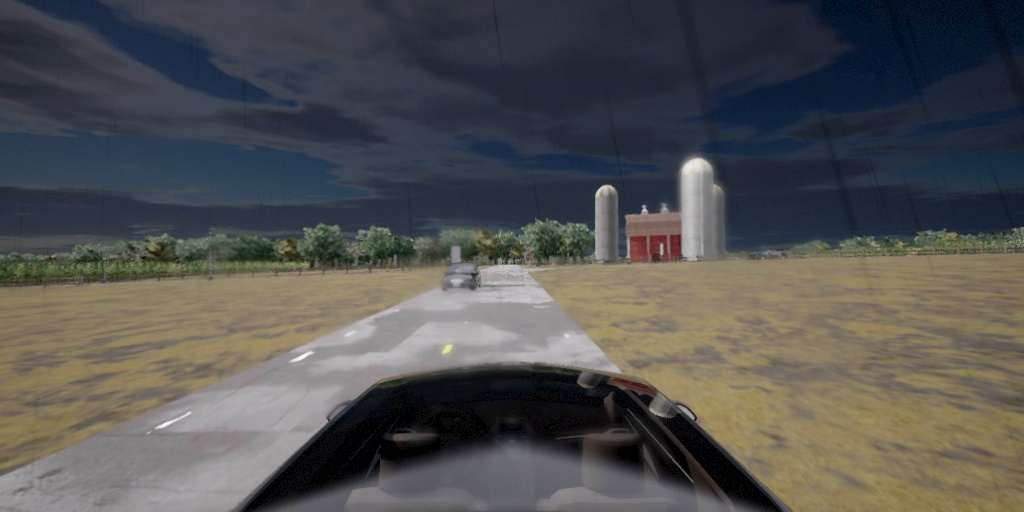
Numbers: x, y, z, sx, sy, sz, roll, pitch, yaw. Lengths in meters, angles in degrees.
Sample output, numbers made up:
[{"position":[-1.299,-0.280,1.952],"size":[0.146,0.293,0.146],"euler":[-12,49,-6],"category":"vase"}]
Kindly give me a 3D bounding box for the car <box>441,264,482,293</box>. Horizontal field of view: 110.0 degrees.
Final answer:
[{"position":[-2.841,1.218,20.902],"size":[2.128,1.511,4.902],"euler":[0,0,0],"category":"car"}]
